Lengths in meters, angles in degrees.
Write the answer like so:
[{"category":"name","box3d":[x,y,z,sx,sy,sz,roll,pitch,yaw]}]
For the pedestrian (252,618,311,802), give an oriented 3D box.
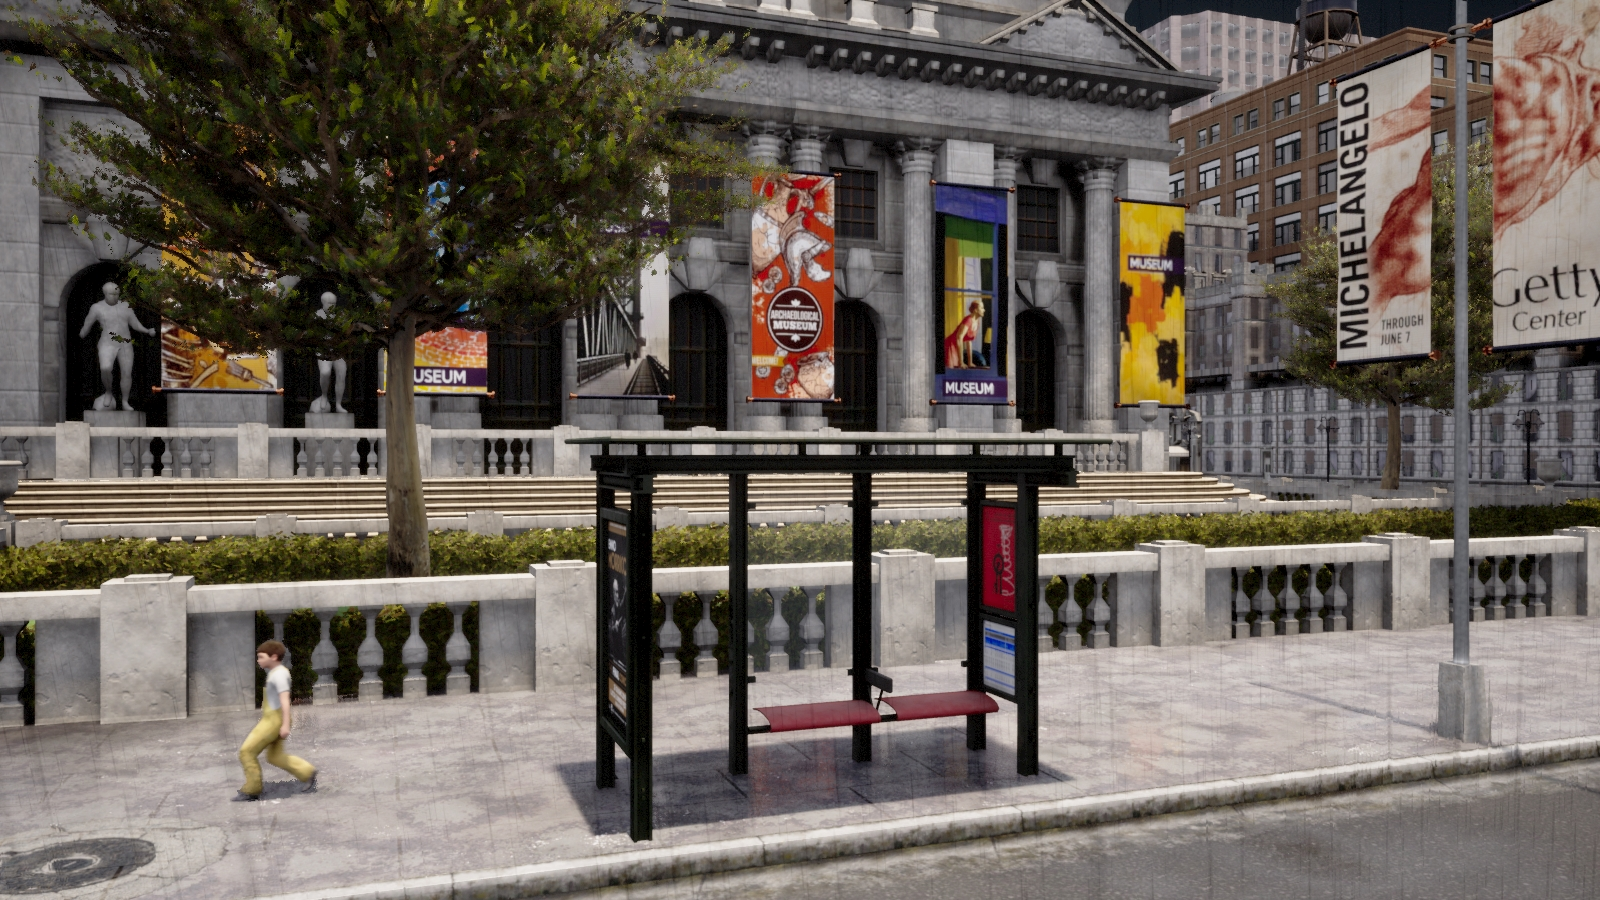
[{"category":"pedestrian","box3d":[-3.967,1.976,8.755,0.375,1.300,0.375,0,0,-19]}]
